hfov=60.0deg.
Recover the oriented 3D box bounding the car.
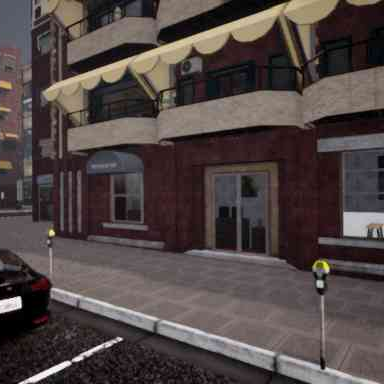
[{"bbox_3d":[-4.163,1.565,5.706,4.313,1.339,1.947,0,-1,36],"label":"car"}]
